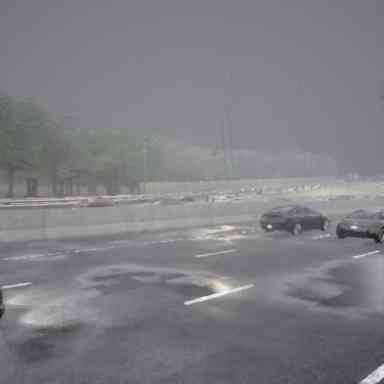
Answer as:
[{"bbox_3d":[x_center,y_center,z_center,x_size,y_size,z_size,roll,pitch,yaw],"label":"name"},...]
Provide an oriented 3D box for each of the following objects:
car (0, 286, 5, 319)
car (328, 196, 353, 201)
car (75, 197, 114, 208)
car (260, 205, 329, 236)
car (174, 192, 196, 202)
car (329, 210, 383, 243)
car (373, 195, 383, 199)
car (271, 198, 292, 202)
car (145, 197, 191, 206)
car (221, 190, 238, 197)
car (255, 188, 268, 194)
[{"bbox_3d":[-5.055,1.529,4.690,4.181,1.385,1.994,0,0,-40],"label":"car"},{"bbox_3d":[22.669,1.392,50.810,5.357,1.411,2.033,0,1,-40],"label":"car"},{"bbox_3d":[-10.693,1.341,36.816,1.812,1.442,4.674,1,2,32],"label":"car"},{"bbox_3d":[5.755,1.474,18.193,4.892,1.490,1.837,0,0,-40],"label":"car"},{"bbox_3d":[-1.192,0.796,52.625,2.097,1.767,4.553,1,2,32],"label":"car"},{"bbox_3d":[8.809,1.551,16.180,4.181,1.385,1.994,0,0,-40],"label":"car"},{"bbox_3d":[34.771,1.312,60.963,4.181,1.385,1.994,0,0,-40],"label":"car"},{"bbox_3d":[10.865,1.482,40.937,4.181,1.385,1.994,0,0,-40],"label":"car"},{"bbox_3d":[-2.712,1.427,29.618,4.674,1.442,1.812,0,0,-40],"label":"car"},{"bbox_3d":[7.298,0.420,65.559,1.882,1.535,5.008,1,3,35],"label":"car"},{"bbox_3d":[16.270,-0.242,77.910,2.128,1.511,4.902,1,3,37],"label":"car"}]
